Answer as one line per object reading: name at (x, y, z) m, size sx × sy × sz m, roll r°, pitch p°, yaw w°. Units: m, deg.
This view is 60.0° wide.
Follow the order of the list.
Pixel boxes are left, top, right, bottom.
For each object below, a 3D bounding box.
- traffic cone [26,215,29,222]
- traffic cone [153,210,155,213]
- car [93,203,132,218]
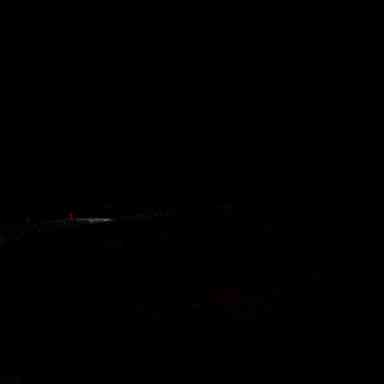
traffic cone at (-14.435, 2.353, 29.193) m, size 0.340 × 0.580 × 0.340 m, roll 0°, pitch -1°, yaw 15°
traffic cone at (-5.434, 2.671, 47.539) m, size 0.340 × 0.580 × 0.340 m, roll 0°, pitch -1°, yaw 26°
car at (-8.769, 2.027, 36.805) m, size 1.882 × 1.535 × 5.008 m, roll 0°, pitch -1°, yaw 28°
